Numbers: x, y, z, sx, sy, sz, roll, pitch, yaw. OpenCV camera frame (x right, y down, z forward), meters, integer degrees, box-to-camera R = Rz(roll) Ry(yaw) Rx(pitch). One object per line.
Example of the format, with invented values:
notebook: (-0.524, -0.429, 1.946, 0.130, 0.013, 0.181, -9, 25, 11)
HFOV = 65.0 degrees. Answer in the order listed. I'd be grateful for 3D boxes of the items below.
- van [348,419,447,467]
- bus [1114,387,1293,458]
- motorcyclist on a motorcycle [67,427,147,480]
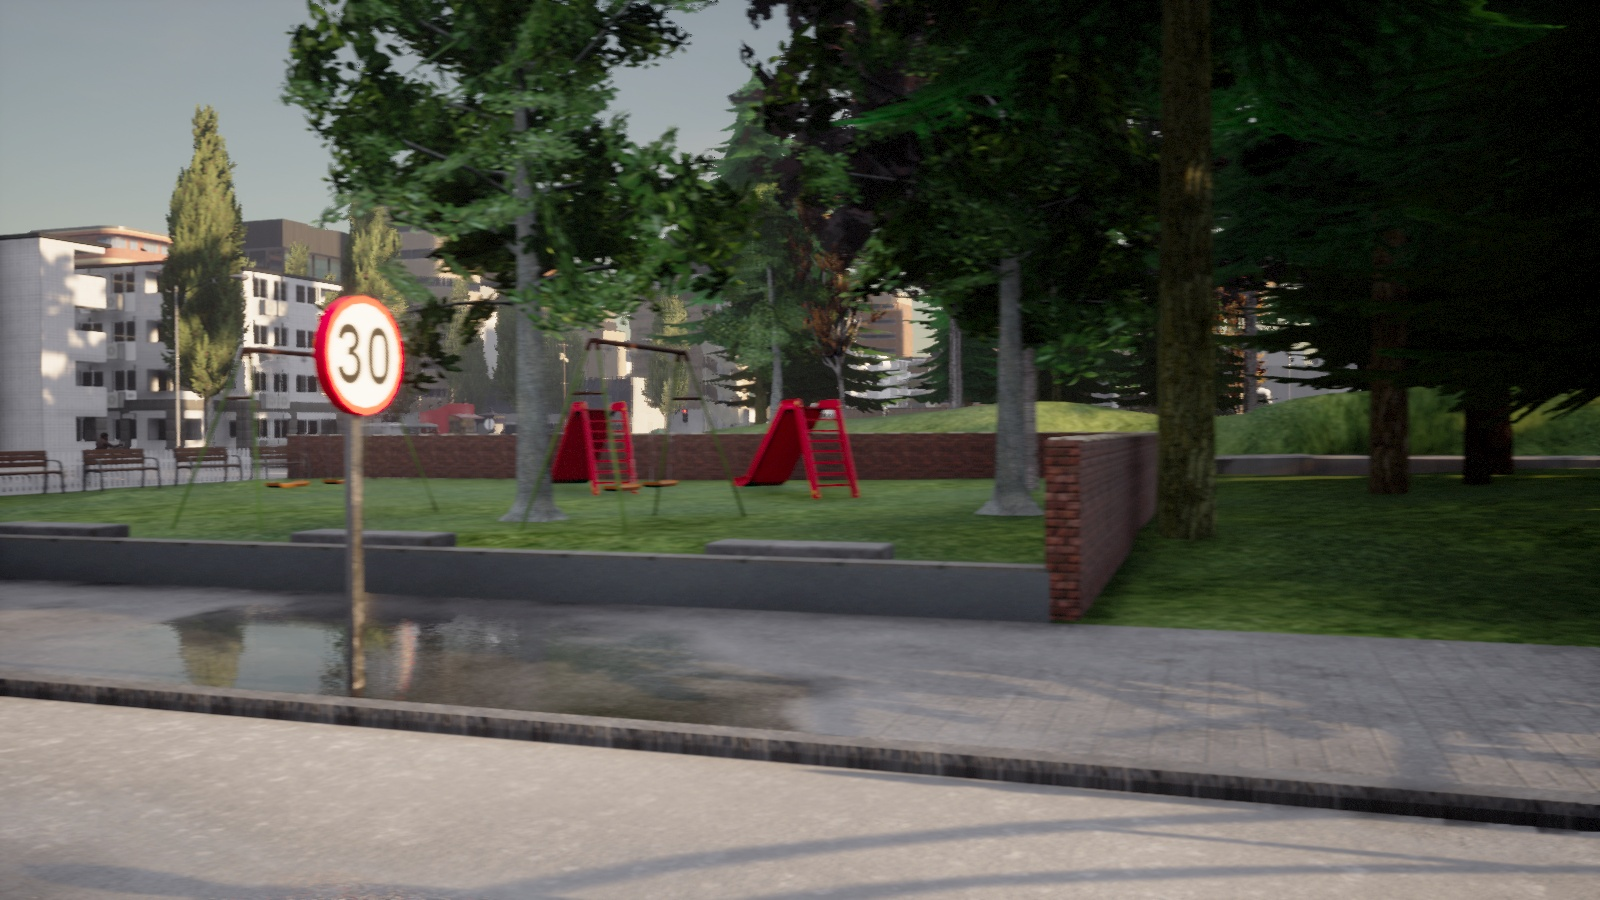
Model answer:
van: (-17.401, -0.324, 54.525, 1.775, 1.987, 4.442, 0, 1, 19)
bus: (24.864, -1.700, 77.788, 10.273, 4.253, 3.944, 0, 1, 16)
motorcyclist on a motorcycle: (-22.214, 0.083, 40.324, 0.766, 1.649, 2.350, 0, 1, 19)
